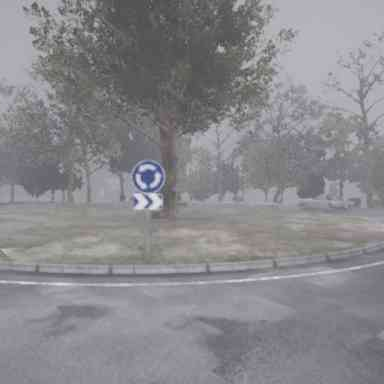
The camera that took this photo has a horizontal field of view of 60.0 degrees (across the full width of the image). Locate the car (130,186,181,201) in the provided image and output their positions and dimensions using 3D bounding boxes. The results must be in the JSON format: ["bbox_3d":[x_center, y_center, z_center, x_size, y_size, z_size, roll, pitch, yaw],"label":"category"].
[{"bbox_3d":[-4.005,0.330,36.828,5.566,2.045,2.150,0,1,-3],"label":"car"}]

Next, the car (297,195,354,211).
[{"bbox_3d":[11.714,0.930,29.556,1.895,1.301,4.718,-1,2,-30],"label":"car"}]
